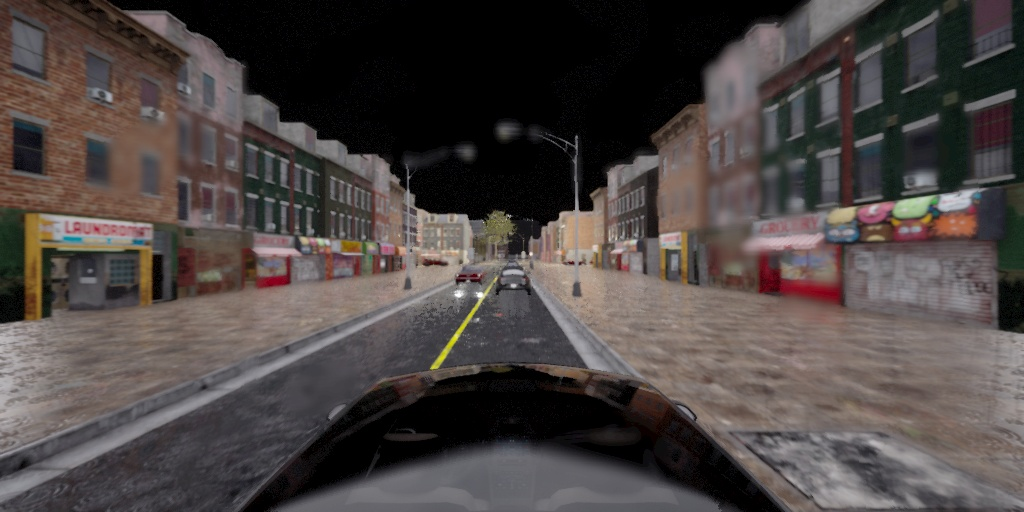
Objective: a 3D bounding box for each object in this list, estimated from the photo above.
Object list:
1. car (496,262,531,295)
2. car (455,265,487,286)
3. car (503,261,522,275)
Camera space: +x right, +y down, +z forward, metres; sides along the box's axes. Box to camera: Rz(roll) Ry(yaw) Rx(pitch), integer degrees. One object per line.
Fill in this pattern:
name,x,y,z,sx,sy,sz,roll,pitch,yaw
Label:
car,0.077,1.274,19.797,1.812,1.442,4.674,0,0,0
car,-2.882,1.349,25.758,1.895,1.301,4.718,0,0,0
car,0.047,1.314,40.529,1.994,1.385,4.181,0,0,0
